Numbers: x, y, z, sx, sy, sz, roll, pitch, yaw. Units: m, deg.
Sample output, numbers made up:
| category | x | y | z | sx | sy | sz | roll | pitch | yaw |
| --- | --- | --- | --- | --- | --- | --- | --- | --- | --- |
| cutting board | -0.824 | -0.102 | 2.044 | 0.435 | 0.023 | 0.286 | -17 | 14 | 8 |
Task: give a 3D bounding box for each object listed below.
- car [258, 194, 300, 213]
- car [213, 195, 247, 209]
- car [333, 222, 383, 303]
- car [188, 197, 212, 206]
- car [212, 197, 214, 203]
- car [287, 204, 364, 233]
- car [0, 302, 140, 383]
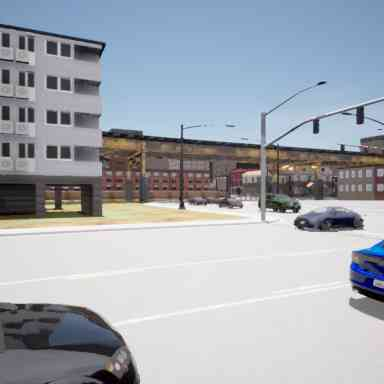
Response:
| category | x | y | z | sx | sy | sz | roll | pitch | yaw |
| --- | --- | --- | --- | --- | --- | --- | --- | --- | --- |
| car | 9.668 | 1.222 | 37.296 | 2.150 | 2.045 | 5.566 | 0 | 0 | -26 |
| car | 5.295 | 1.526 | 46.450 | 1.812 | 1.442 | 4.674 | 0 | 0 | -25 |
| car | 5.578 | 1.478 | 6.923 | 5.008 | 1.535 | 1.882 | 0 | 0 | -25 |
| car | 0.874 | 1.547 | 55.900 | 2.033 | 1.411 | 5.357 | 0 | 0 | -20 |
| car | 3.302 | 1.547 | 61.208 | 2.033 | 1.411 | 5.357 | 0 | 0 | -11 |
| car | 8.143 | 1.564 | 19.807 | 4.181 | 1.385 | 1.994 | 0 | 0 | -24 |
| car | -2.552 | 1.564 | 2.680 | 4.181 | 1.385 | 1.994 | 0 | 0 | -32 |
